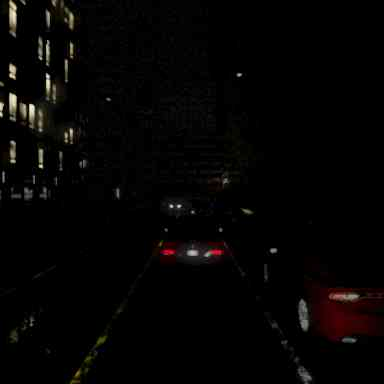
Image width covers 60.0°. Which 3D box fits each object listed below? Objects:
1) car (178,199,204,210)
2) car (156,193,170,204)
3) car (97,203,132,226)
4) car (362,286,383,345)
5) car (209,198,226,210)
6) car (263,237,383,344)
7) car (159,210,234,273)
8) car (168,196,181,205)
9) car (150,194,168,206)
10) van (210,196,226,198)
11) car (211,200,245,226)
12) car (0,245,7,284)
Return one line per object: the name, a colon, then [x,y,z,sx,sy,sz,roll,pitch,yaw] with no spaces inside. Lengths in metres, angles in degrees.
car: [0.088,1.525,27.901,1.994,1.385,4.181,0,0,0]
car: [-5.294,1.214,61.929,2.192,1.841,5.009,0,0,0]
car: [-5.281,1.513,23.117,1.887,1.381,4.507,0,0,0]
car: [2.567,1.565,0.922,1.947,1.339,4.313,0,0,0]
car: [2.607,1.504,28.648,1.887,1.381,4.507,0,0,0]
car: [2.576,1.536,6.467,1.887,1.381,4.507,0,0,0]
car: [0.042,1.533,10.609,2.033,1.411,5.357,0,0,1]
car: [-2.727,1.459,55.762,2.033,1.411,5.357,0,0,1]
car: [-5.240,1.362,50.842,1.967,1.590,4.097,0,0,0]
van: [2.616,1.292,34.193,1.690,1.788,3.998,0,0,0]
car: [2.600,1.518,23.102,2.008,1.369,4.403,0,0,0]
car: [-5.305,1.574,6.482,1.802,1.307,4.206,0,0,0]
